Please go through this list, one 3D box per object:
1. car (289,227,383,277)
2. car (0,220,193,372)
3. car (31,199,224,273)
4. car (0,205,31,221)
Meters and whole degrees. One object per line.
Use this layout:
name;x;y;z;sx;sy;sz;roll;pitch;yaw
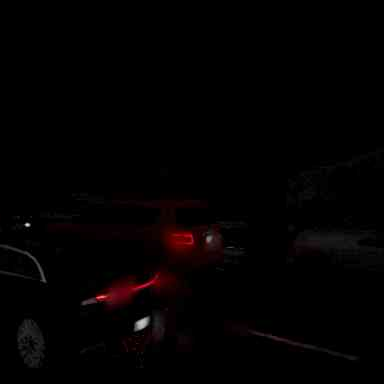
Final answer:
car;5.113;1.586;8.846;4.718;1.301;1.895;0;0;35
car;-2.657;1.484;5.646;4.902;1.511;2.128;0;0;34
car;-1.825;1.208;9.310;5.566;2.045;2.150;0;0;33
car;-10.830;1.482;18.847;4.892;1.490;1.837;0;0;30
